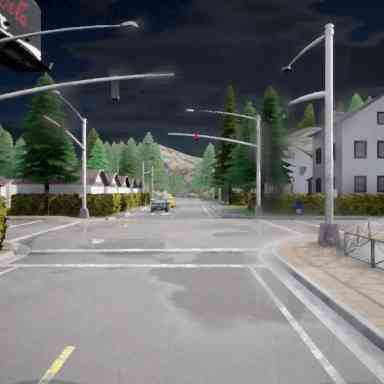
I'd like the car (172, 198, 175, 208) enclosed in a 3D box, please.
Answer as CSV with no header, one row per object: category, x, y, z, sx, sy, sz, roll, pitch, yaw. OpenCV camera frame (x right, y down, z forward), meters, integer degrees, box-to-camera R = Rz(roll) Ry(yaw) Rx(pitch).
car,-3.601,1.478,48.640,1.882,1.535,5.008,0,0,0

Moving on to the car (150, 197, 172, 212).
car,-3.595,1.526,38.168,1.812,1.442,4.674,0,0,0
